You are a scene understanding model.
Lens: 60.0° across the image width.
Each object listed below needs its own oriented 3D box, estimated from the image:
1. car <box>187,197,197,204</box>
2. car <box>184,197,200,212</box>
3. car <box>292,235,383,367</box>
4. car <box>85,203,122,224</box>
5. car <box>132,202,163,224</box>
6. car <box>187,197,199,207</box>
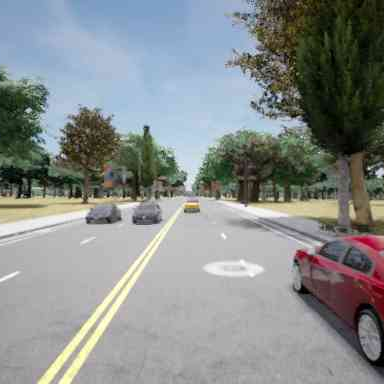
[{"bbox_3d":[0.006,1.778,73.498,2.033,1.411,5.357,0,0,0],"label":"car"},{"bbox_3d":[0.002,1.533,40.303,1.801,1.575,5.366,0,0,0],"label":"car"},{"bbox_3d":[3.251,1.481,5.798,1.882,1.535,5.008,0,0,0],"label":"car"},{"bbox_3d":[-6.547,1.557,25.119,1.812,1.442,4.674,0,0,0],"label":"car"},{"bbox_3d":[-3.298,1.538,25.120,1.837,1.490,4.892,0,-1,1],"label":"car"},{"bbox_3d":[0.104,1.618,55.965,1.882,1.535,5.008,0,0,0],"label":"car"}]
